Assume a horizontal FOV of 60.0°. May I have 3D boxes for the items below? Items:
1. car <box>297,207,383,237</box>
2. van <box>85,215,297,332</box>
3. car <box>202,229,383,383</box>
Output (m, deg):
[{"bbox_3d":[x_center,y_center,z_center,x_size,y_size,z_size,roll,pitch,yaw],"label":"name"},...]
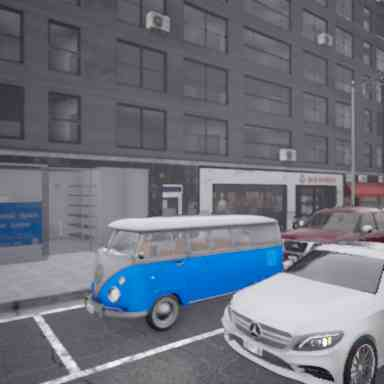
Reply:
[{"bbox_3d":[4.588,1.394,9.884,5.009,1.841,2.192,1,-1,-36],"label":"car"},{"bbox_3d":[0.061,1.374,6.612,3.998,1.788,1.690,1,-1,-36],"label":"van"},{"bbox_3d":[2.601,1.569,5.268,4.674,1.442,1.812,1,0,-36],"label":"car"}]
